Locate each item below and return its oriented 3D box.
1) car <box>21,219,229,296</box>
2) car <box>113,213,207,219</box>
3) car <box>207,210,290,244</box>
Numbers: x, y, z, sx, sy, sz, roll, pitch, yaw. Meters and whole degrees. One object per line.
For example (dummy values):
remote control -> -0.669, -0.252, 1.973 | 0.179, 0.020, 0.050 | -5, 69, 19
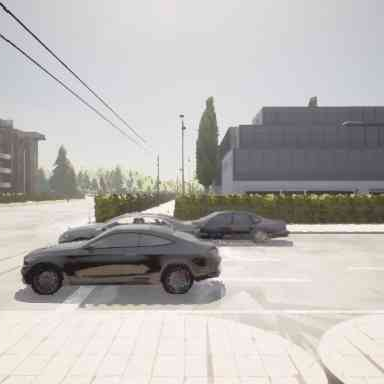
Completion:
car -> -1.607, 1.525, 8.066 | 4.674, 1.442, 1.812 | 0, 0, 0
car -> -2.070, 1.491, 11.559 | 4.902, 1.511, 2.128 | 0, 0, 0
car -> 1.611, 1.547, 15.087 | 5.357, 1.411, 2.033 | 0, 0, 0
